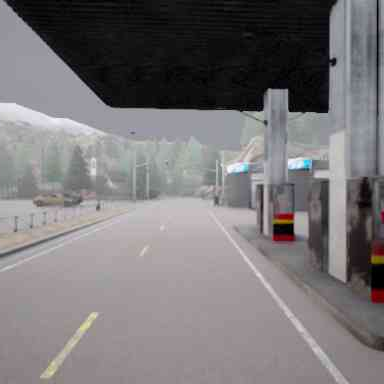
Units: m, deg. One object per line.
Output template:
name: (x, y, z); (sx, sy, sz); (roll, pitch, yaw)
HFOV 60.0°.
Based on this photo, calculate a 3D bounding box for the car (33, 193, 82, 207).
car: (-16.434, 0.988, 40.090); (5.027, 1.636, 2.152); (0, 0, -1)
